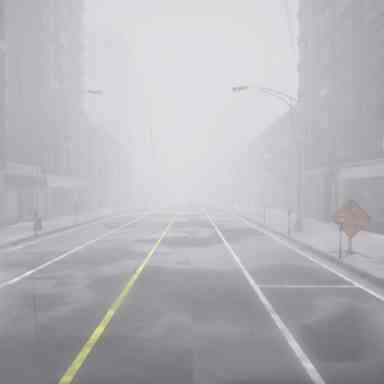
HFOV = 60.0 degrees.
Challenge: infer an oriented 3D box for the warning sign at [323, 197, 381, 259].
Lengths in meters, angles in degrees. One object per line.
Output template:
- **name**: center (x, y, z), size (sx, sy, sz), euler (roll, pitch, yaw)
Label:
- **warning sign**: center (5.077, 1.111, 10.649), size (1.300, 1.860, 1.060), euler (1, 1, 0)
